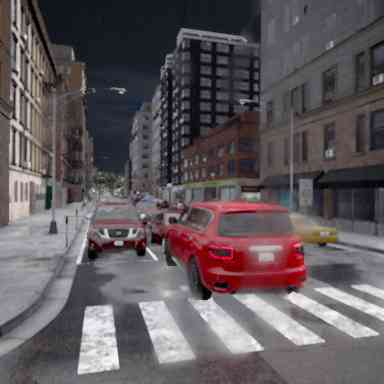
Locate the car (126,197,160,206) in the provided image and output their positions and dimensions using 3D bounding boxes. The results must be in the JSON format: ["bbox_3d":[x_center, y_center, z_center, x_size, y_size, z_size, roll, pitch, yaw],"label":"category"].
[{"bbox_3d":[-3.312,1.444,23.670,2.097,1.767,4.553,1,0,-16],"label":"car"}]

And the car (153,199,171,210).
[{"bbox_3d":[-4.402,1.762,48.117,1.887,1.381,4.507,1,0,-15],"label":"car"}]

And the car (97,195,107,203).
[{"bbox_3d":[-21.251,1.569,78.806,2.192,1.841,5.009,1,0,-15],"label":"car"}]

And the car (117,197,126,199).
[{"bbox_3d":[-7.808,1.641,40.003,2.128,1.511,4.902,0,-1,-15],"label":"car"}]

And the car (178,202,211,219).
[{"bbox_3d":[0.152,1.706,31.699,1.887,1.381,4.507,1,0,-15],"label":"car"}]

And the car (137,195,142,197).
[{"bbox_3d":[-8.955,1.822,64.533,2.008,1.369,4.403,1,0,-15],"label":"car"}]

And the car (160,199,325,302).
[{"bbox_3d":[0.715,1.250,8.659,2.150,2.045,5.566,0,0,-14],"label":"car"}]

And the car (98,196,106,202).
[{"bbox_3d":[-22.725,1.796,84.112,1.752,1.417,4.829,1,0,-15],"label":"car"}]

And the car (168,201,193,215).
[{"bbox_3d":[-1.366,1.762,37.171,1.802,1.307,4.206,1,0,-15],"label":"car"}]

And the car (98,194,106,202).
[{"bbox_3d":[-24.288,1.602,89.749,2.192,1.841,5.009,1,0,-15],"label":"car"}]

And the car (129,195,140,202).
[{"bbox_3d":[-15.024,1.655,86.424,2.192,1.841,5.009,1,0,-15],"label":"car"}]

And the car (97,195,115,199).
[{"bbox_3d":[-12.141,1.588,45.976,1.967,1.590,4.097,1,0,-15],"label":"car"}]

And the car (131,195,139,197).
[{"bbox_3d":[-11.988,1.621,75.479,2.192,1.841,5.009,1,0,-15],"label":"car"}]

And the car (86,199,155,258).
[{"bbox_3d":[-3.029,1.350,13.147,2.192,1.841,5.009,1,0,-15],"label":"car"}]

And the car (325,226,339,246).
[{"bbox_3d":[4.660,1.630,15.446,1.752,1.417,4.829,1,0,-15],"label":"car"}]

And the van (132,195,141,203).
[{"bbox_3d":[-13.506,1.664,80.951,1.690,1.788,3.998,1,0,-15],"label":"van"}]

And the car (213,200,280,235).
[{"bbox_3d":[3.189,1.438,20.756,2.192,1.841,5.009,1,0,-15],"label":"car"}]

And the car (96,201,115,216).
[{"bbox_3d":[-9.105,1.693,35.032,1.802,1.307,4.206,1,0,-15],"label":"car"}]

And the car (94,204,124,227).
[{"bbox_3d":[-6.068,1.640,24.089,1.947,1.339,4.313,1,0,-15],"label":"car"}]

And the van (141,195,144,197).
[{"bbox_3d":[-7.435,1.594,59.062,1.690,1.788,3.998,1,0,-15],"label":"van"}]

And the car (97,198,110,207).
[{"bbox_3d":[-15.179,1.750,56.918,1.947,1.339,4.313,1,0,-15],"label":"car"}]

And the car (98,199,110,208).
[{"bbox_3d":[-13.660,1.748,51.447,1.802,1.307,4.206,1,0,-15],"label":"car"}]

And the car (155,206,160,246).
[{"bbox_3d":[-0.563,1.544,13.763,1.882,1.535,5.008,1,-1,-15],"label":"car"}]
